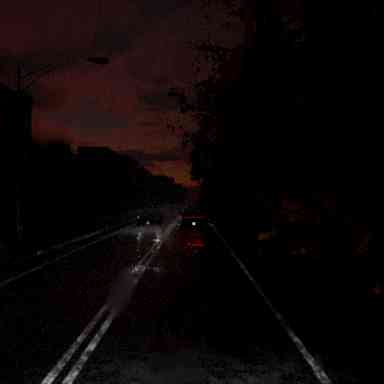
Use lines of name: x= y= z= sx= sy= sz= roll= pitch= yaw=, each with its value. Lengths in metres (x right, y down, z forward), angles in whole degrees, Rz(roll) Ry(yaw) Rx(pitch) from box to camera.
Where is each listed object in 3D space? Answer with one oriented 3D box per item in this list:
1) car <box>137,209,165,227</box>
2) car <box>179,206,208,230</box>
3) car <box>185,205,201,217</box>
car: x=-3.320 y=2.066 z=27.320 sx=1.895 sy=1.301 sz=4.718 roll=0 pitch=-1 yaw=0
car: x=0.123 y=1.909 z=24.362 sx=1.837 sy=1.490 sz=4.892 roll=0 pitch=-2 yaw=0
car: x=0.167 y=2.357 z=41.809 sx=1.895 sy=1.301 sz=4.718 roll=0 pitch=-1 yaw=0
